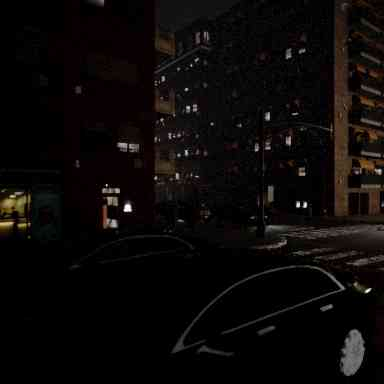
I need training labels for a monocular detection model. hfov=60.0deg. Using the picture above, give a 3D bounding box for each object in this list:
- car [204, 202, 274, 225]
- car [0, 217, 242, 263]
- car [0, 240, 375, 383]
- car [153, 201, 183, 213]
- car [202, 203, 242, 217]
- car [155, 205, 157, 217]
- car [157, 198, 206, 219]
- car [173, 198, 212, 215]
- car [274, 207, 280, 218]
[{"bbox_3d":[3.536,1.779,26.338,2.033,1.411,5.357,0,-1,-34],"label":"car"},{"bbox_3d":[-1.574,1.492,6.548,4.902,1.511,2.128,0,0,-35],"label":"car"},{"bbox_3d":[0.239,1.505,3.850,4.892,1.490,1.837,0,0,-35],"label":"car"},{"bbox_3d":[-3.343,2.025,45.600,2.008,1.369,4.403,-1,0,-36],"label":"car"},{"bbox_3d":[3.256,1.899,36.630,1.947,1.339,4.313,-1,0,-36],"label":"car"},{"bbox_3d":[-2.340,1.862,34.266,1.837,1.490,4.892,0,-1,-37],"label":"car"},{"bbox_3d":[-0.434,1.587,27.049,2.192,1.841,5.009,-1,0,-36],"label":"car"},{"bbox_3d":[-0.048,1.719,41.116,2.192,1.841,5.009,-1,0,-36],"label":"car"},{"bbox_3d":[6.556,1.844,32.146,1.802,1.307,4.206,-1,0,-36],"label":"car"}]
